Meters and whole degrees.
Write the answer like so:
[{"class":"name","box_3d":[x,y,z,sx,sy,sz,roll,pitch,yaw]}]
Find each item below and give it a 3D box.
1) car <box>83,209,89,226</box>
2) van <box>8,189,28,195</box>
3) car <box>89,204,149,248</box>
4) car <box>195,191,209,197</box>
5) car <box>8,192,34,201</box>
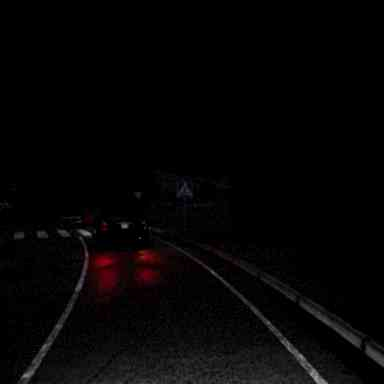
[{"class":"car","box_3d":[-7.510,1.835,26.268,1.994,1.385,4.181,0,-1,-14]},{"class":"van","box_3d":[-42.745,1.021,83.290,1.878,1.987,4.442,4,2,31]},{"class":"car","box_3d":[-3.401,1.415,15.334,2.097,1.767,4.553,0,-1,-20]},{"class":"car","box_3d":[1.613,0.784,94.993,4.792,1.488,2.163,-3,2,12]},{"class":"car","box_3d":[-40.935,1.436,80.869,2.097,1.535,5.008,4,2,31]}]
